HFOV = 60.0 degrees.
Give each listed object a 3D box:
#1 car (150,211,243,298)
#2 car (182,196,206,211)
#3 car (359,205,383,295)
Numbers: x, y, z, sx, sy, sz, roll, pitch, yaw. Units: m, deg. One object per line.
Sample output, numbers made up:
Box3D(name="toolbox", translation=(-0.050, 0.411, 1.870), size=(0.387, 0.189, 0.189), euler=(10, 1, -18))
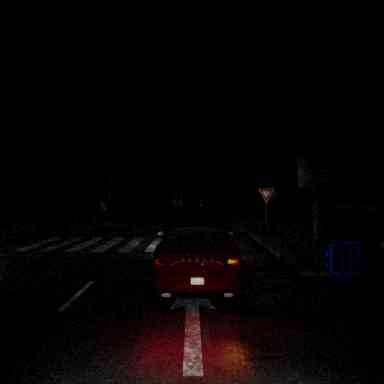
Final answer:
Box3D(name="car", translation=(0.098, 1.477, 8.546), size=(1.882, 1.535, 5.008), euler=(0, 0, 0))
Box3D(name="car", translation=(-1.214, 1.480, 37.219), size=(5.566, 2.045, 2.150), euler=(2, 0, 16))
Box3D(name="car", translation=(6.026, 1.236, 6.633), size=(5.566, 2.045, 2.435), euler=(1, 0, -20))
